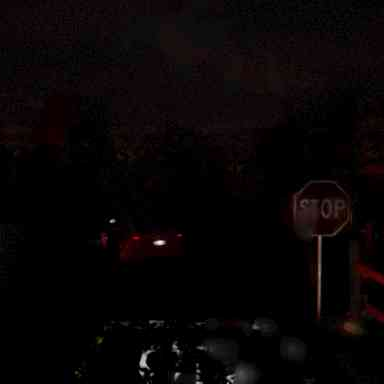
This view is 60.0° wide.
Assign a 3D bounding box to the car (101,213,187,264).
[{"bbox_3d":[-1.762,1.386,11.333,1.994,1.385,4.181,0,1,-24],"label":"car"}]
